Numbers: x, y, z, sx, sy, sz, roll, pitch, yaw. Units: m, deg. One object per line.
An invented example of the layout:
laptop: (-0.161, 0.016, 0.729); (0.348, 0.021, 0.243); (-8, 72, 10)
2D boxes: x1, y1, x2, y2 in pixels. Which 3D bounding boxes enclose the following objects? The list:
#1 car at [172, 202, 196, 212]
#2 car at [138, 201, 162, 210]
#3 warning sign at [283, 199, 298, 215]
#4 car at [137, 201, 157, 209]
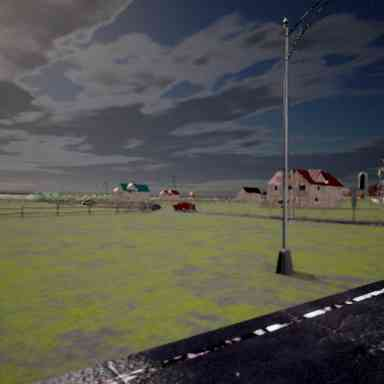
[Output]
car: (-1.416, 2.332, 53.450); (1.882, 1.535, 5.008); (2, -2, -36)
car: (-6.796, 2.393, 56.071); (1.994, 1.385, 4.181); (2, -2, -36)
warning sign: (11.707, 1.827, 39.594); (1.300, 1.860, 1.060); (3, -2, -36)
car: (-8.668, 2.530, 63.339); (1.812, 1.442, 4.674); (2, -2, -36)
